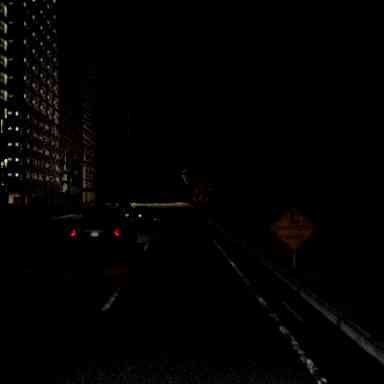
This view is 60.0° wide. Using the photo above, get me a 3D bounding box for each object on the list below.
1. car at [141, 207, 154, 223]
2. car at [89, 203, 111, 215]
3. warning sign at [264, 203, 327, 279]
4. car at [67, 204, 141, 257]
[{"bbox_3d":[-4.564,2.019,30.361,1.994,1.385,4.181,0,-1,-4],"label":"car"},{"bbox_3d":[-12.349,2.270,44.887,1.994,1.385,4.181,0,-1,-4],"label":"car"},{"bbox_3d":[2.669,1.224,8.732,1.300,1.860,1.060,0,-1,-2],"label":"warning sign"},{"bbox_3d":[-3.598,1.575,14.115,2.097,1.767,4.553,0,-1,-2],"label":"car"}]
